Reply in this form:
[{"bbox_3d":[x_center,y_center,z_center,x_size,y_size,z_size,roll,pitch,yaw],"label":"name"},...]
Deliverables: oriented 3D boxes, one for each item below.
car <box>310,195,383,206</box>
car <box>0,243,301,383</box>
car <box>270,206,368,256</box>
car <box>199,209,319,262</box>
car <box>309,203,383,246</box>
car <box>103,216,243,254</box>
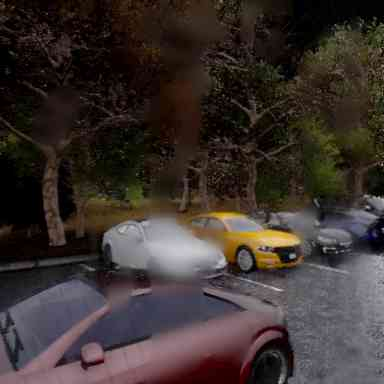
[{"bbox_3d":[8.079,1.154,15.771,2.435,2.045,5.566,0,0,-35],"label":"car"},{"bbox_3d":[-0.894,1.559,3.354,4.181,1.385,1.994,0,0,-35],"label":"car"},{"bbox_3d":[3.522,1.434,12.569,2.231,1.521,4.892,0,0,-35],"label":"car"},{"bbox_3d":[1.254,1.446,10.953,2.097,1.535,5.008,0,0,-35],"label":"car"},{"bbox_3d":[5.776,1.449,14.201,2.163,1.488,4.792,0,0,-35],"label":"car"},{"bbox_3d":[-1.014,1.500,9.336,2.002,1.452,4.674,0,0,-35],"label":"car"}]
